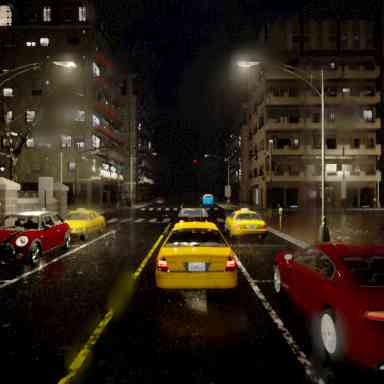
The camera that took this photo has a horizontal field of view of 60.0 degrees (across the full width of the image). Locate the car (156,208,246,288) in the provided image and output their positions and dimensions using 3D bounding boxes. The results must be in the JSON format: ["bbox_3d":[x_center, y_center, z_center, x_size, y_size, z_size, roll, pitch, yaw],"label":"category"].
[{"bbox_3d":[0.086,1.458,9.163,1.801,1.575,5.366,0,0,0],"label":"car"}]

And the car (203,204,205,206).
[{"bbox_3d":[0.080,1.602,19.652,1.895,1.301,4.718,0,0,0],"label":"car"}]

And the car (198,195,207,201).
[{"bbox_3d":[2.581,1.491,83.374,2.008,1.369,4.403,1,0,0],"label":"car"}]

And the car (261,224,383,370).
[{"bbox_3d":[2.690,1.546,5.793,1.887,1.381,4.507,1,0,0],"label":"car"}]

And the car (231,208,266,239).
[{"bbox_3d":[2.673,1.527,17.197,1.752,1.417,4.829,1,0,0],"label":"car"}]

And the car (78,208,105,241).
[{"bbox_3d":[-5.706,1.527,16.862,1.752,1.417,4.829,1,0,0],"label":"car"}]

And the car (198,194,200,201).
[{"bbox_3d":[2.612,1.516,60.691,1.887,1.381,4.507,1,0,0],"label":"car"}]

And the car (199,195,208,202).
[{"bbox_3d":[2.589,1.500,77.703,2.008,1.369,4.403,1,0,0],"label":"car"}]

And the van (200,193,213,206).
[{"bbox_3d":[2.623,1.319,55.019,1.690,1.788,3.998,1,0,0],"label":"van"}]

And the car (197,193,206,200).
[{"bbox_3d":[2.576,1.245,89.045,2.192,1.841,5.009,1,0,0],"label":"car"}]

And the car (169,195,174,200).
[{"bbox_3d":[-5.808,1.512,89.091,1.802,1.307,4.206,1,0,0],"label":"car"}]

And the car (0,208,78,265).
[{"bbox_3d":[-5.698,1.442,11.417,1.967,1.590,4.097,1,0,0],"label":"car"}]

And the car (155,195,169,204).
[{"bbox_3d":[-5.768,1.554,60.736,1.802,1.307,4.206,1,0,0],"label":"car"}]
